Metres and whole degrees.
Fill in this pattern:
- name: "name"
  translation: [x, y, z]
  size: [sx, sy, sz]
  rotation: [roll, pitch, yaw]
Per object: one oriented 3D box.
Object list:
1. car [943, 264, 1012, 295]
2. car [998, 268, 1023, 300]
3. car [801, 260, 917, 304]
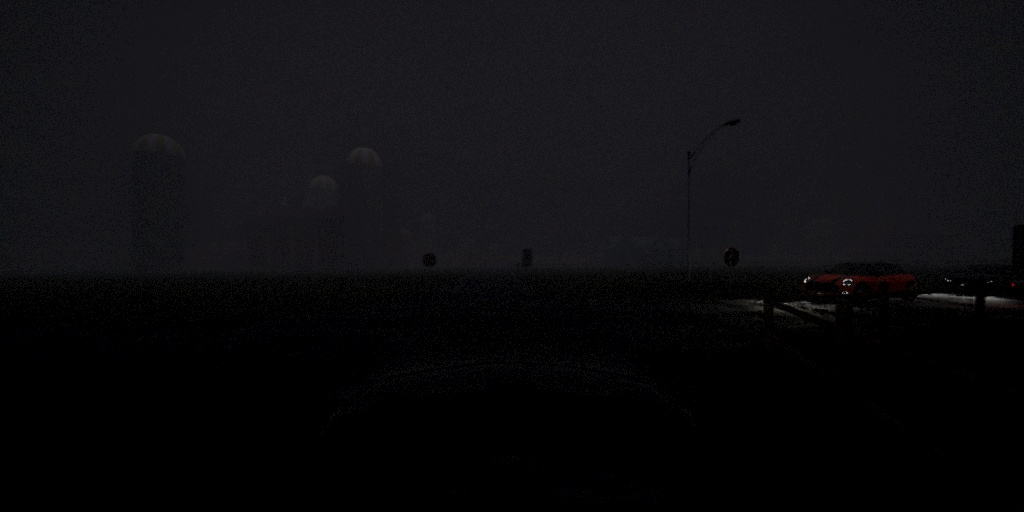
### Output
- name: "car"
  translation: [24.999, 1.164, 18.697]
  size: [4.892, 1.490, 1.837]
  rotation: [-1, 1, -16]
- name: "car"
  translation: [23.864, 1.293, 15.383]
  size: [4.718, 1.301, 1.895]
  rotation: [0, 1, -16]
- name: "car"
  translation: [15.470, 1.066, 16.068]
  size: [4.553, 1.767, 2.097]
  rotation: [0, 0, -15]
